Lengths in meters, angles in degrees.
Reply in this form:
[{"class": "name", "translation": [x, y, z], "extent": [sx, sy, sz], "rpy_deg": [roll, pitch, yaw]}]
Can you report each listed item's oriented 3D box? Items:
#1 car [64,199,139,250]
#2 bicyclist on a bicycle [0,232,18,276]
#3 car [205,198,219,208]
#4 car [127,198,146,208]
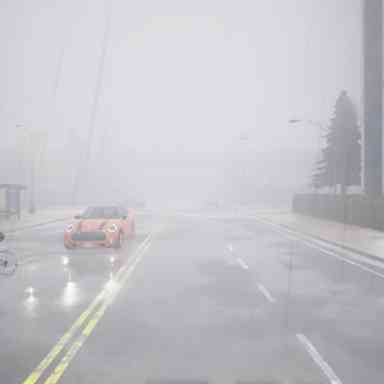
[{"class": "car", "translation": [-3.809, 1.352, 14.368], "extent": [2.097, 1.767, 4.553], "rpy_deg": [0, 0, -1]}, {"class": "bicyclist on a bicycle", "translation": [-5.454, 1.455, 8.802], "extent": [1.656, 1.620, 0.582], "rpy_deg": [-2, 0, -1]}, {"class": "car", "translation": [2.803, 1.513, 47.208], "extent": [2.033, 1.411, 5.357], "rpy_deg": [0, 0, -1]}, {"class": "car", "translation": [-8.392, 1.511, 45.693], "extent": [4.181, 1.385, 1.994], "rpy_deg": [0, 0, 29]}]
